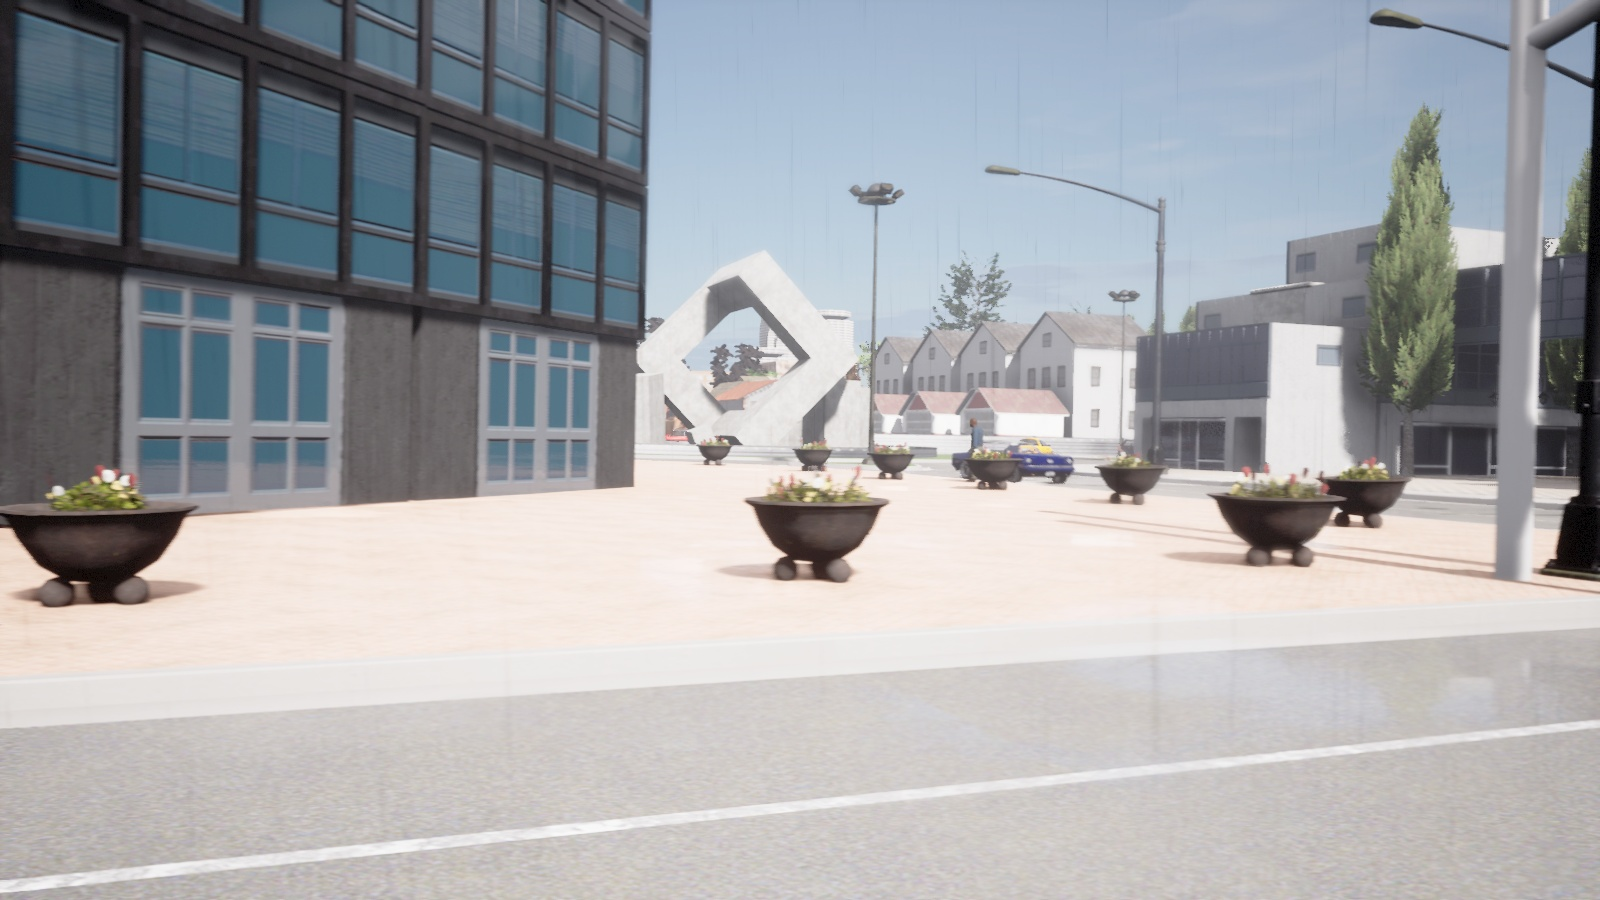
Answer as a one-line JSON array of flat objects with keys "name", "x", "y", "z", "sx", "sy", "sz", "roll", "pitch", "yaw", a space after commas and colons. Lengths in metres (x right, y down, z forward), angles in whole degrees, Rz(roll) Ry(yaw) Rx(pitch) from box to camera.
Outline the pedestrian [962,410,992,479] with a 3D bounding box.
[{"name": "pedestrian", "x": 4.793, "y": -0.147, "z": 34.044, "sx": 0.726, "sy": 1.835, "sz": 0.370, "roll": 1, "pitch": 1, "yaw": 36}]

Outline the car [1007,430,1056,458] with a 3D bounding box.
[{"name": "car", "x": 13.723, "y": -0.354, "z": 74.126, "sx": 1.801, "sy": 1.575, "sz": 5.366, "roll": 0, "pitch": 1, "yaw": 22}]

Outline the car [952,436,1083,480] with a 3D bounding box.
[{"name": "car", "x": 6.818, "y": 0.223, "z": 39.889, "sx": 1.895, "sy": 1.301, "sz": 4.718, "roll": 0, "pitch": 1, "yaw": -22}]

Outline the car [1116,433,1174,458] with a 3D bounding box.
[{"name": "car", "x": 21.185, "y": -0.313, "z": 77.157, "sx": 3.633, "sy": 1.501, "sz": 1.845, "roll": -1, "pitch": 1, "yaw": -44}]
